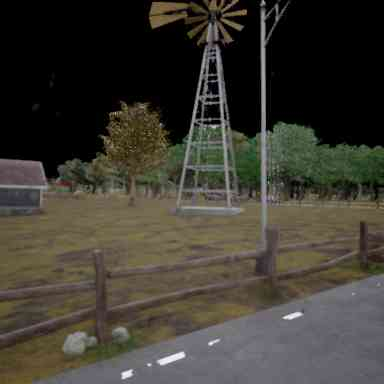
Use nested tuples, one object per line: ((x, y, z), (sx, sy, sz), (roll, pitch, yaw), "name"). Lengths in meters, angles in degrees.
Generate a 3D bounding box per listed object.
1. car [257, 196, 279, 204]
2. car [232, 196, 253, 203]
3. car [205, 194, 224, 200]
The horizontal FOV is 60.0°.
((14.073, 1.447, 61.167), (1.812, 1.442, 4.674), (2, -1, -36), "car")
((9.471, 1.413, 62.803), (1.994, 1.385, 4.181), (2, -1, -35), "car")
((4.961, 1.257, 73.935), (2.128, 1.511, 4.902), (2, -1, -36), "car")
